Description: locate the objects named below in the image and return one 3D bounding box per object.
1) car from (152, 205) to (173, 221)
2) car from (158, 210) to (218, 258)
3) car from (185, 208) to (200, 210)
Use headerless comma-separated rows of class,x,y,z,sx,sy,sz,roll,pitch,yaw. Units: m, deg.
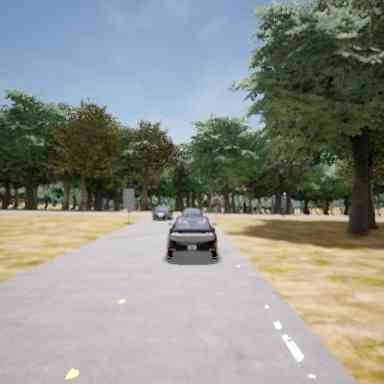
car,-3.020,2.158,34.615,2.128,1.511,4.902,0,-2,0
car,0.023,1.687,13.571,2.128,1.511,4.902,0,-1,1
car,0.011,2.032,27.593,2.033,1.411,5.357,0,-1,0
